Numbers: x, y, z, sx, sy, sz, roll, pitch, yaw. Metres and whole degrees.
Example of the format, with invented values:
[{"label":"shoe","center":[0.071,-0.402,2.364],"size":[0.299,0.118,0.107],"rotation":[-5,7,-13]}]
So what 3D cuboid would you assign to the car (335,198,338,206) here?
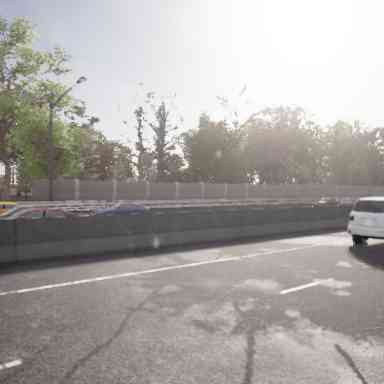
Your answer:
[{"label":"car","center":[22.097,1.594,45.532],"size":[4.892,1.490,1.837],"rotation":[0,0,-35]}]

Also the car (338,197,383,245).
[{"label":"car","center":[9.055,1.246,14.507],"size":[5.566,2.045,2.150],"rotation":[0,0,-36]}]

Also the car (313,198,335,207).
[{"label":"car","center":[19.569,1.592,48.023],"size":[4.892,1.490,1.837],"rotation":[0,0,-35]}]

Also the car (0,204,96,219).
[{"label":"car","center":[-7.494,1.482,15.844],"size":[5.008,1.535,1.882],"rotation":[0,0,-36]}]

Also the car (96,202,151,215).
[{"label":"car","center":[-5.456,1.542,25.897],"size":[4.674,1.442,1.812],"rotation":[0,0,-35]}]

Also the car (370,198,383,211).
[{"label":"car","center":[25.610,1.573,43.728],"size":[5.008,1.535,1.882],"rotation":[1,0,-35]}]
